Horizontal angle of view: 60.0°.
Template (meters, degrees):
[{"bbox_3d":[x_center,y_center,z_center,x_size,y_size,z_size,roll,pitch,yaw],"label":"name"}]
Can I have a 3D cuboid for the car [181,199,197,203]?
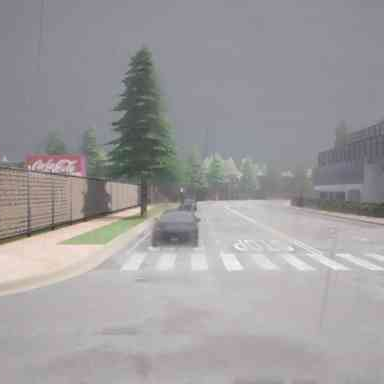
[{"bbox_3d":[-0.395,1.570,41.751,1.994,1.385,4.181,0,0,1],"label":"car"}]

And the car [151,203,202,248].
[{"bbox_3d":[-0.613,1.497,14.954,1.882,1.535,5.008,0,0,1],"label":"car"}]
